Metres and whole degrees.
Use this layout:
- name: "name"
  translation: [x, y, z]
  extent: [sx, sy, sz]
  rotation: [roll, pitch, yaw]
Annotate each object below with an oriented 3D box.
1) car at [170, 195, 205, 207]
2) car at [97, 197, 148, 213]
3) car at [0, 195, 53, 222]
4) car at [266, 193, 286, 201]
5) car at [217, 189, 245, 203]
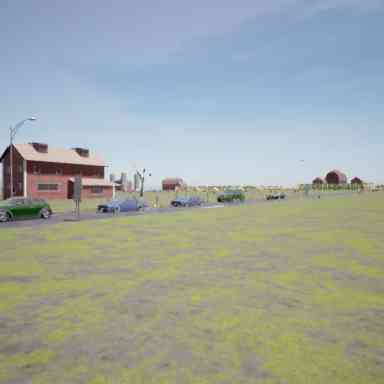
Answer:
- name: "car"
  translation: [-0.405, 1.023, 41.149]
  extent: [2.033, 1.411, 5.357]
  rotation: [1, 1, 35]
- name: "car"
  translation: [-6.653, 1.182, 32.509]
  extent: [2.033, 1.411, 5.357]
  rotation: [1, 1, 36]
- name: "car"
  translation: [-12.671, 1.136, 24.173]
  extent: [2.097, 1.767, 4.553]
  rotation: [1, 1, 36]
- name: "car"
  translation: [14.400, 0.777, 56.615]
  extent: [1.895, 1.301, 4.718]
  rotation: [1, 1, 36]
- name: "car"
  translation: [5.852, 0.537, 49.719]
  extent: [2.150, 2.045, 5.566]
  rotation: [1, 1, 36]
